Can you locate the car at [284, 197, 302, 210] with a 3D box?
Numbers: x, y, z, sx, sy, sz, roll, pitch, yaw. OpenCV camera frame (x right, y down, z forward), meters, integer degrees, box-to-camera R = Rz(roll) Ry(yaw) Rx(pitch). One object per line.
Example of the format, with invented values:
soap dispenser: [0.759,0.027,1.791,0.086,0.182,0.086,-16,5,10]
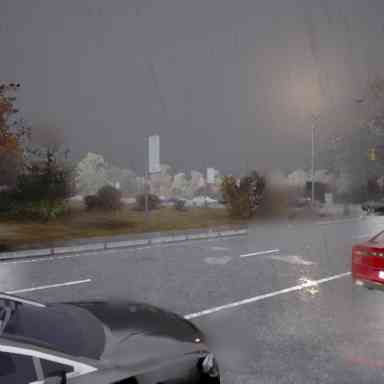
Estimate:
car: [9.923,1.139,38.597,2.097,1.767,4.553,-1,0,-39]

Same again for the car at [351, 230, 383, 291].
car: [5.757,1.445,7.845,5.008,1.535,1.882,0,0,-35]

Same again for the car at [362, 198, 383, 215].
car: [17.530,1.274,29.103,2.128,1.511,4.902,-1,0,-39]

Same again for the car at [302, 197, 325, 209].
car: [13.491,1.282,39.741,1.812,1.442,4.674,-1,0,-39]

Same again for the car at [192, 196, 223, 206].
car: [1.849,1.320,48.671,1.812,1.442,4.674,-1,1,-39]

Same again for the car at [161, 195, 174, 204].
car: [-5.714,1.325,58.185,1.812,1.442,4.674,-1,0,-39]

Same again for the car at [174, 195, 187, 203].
car: [-2.884,1.260,60.240,2.128,1.511,4.902,-1,0,-38]

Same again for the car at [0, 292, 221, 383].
car: [-1.961,1.492,2.332,4.902,1.511,2.128,0,0,-35]

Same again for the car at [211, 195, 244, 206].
car: [5.307,1.252,49.959,2.128,1.511,4.902,-1,1,-39]
